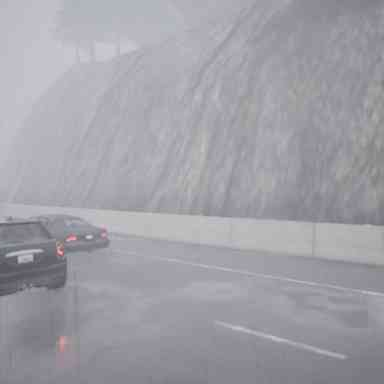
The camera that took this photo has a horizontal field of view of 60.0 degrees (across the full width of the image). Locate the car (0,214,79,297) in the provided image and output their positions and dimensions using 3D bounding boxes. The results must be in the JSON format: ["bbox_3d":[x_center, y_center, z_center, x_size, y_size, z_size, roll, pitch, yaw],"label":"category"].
[{"bbox_3d":[-4.995,1.356,7.991,4.553,1.767,2.097,0,0,39],"label":"car"}]

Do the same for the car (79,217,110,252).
[{"bbox_3d":[-5.369,1.557,12.766,5.357,1.411,2.033,0,0,40],"label":"car"}]
